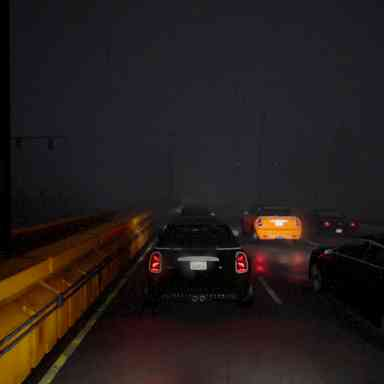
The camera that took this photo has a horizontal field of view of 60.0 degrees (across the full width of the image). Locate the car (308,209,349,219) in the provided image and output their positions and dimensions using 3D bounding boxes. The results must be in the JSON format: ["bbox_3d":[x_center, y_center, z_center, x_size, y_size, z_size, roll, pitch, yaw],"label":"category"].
[{"bbox_3d":[7.157,1.601,18.378,1.895,1.301,4.718,0,0,0],"label":"car"}]

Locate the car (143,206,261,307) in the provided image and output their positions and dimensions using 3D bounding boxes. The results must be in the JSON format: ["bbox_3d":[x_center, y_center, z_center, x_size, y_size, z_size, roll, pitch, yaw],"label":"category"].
[{"bbox_3d":[0.123,1.352,8.138,2.097,1.767,4.553,0,0,0],"label":"car"}]

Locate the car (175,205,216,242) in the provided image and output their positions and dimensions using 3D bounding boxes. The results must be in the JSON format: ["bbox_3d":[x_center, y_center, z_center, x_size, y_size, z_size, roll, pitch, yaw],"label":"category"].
[{"bbox_3d":[0.154,1.505,17.313,1.837,1.490,4.892,0,0,0],"label":"car"}]

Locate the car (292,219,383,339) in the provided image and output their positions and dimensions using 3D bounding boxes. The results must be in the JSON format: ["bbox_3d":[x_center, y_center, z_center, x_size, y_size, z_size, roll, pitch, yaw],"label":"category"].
[{"bbox_3d":[3.616,1.491,5.850,2.128,1.511,4.902,0,0,0],"label":"car"}]

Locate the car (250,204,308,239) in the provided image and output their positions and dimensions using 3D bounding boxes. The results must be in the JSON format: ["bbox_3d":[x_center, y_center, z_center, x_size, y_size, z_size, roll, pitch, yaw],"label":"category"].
[{"bbox_3d":[3.651,1.352,16.009,2.097,1.767,4.553,0,0,0],"label":"car"}]
